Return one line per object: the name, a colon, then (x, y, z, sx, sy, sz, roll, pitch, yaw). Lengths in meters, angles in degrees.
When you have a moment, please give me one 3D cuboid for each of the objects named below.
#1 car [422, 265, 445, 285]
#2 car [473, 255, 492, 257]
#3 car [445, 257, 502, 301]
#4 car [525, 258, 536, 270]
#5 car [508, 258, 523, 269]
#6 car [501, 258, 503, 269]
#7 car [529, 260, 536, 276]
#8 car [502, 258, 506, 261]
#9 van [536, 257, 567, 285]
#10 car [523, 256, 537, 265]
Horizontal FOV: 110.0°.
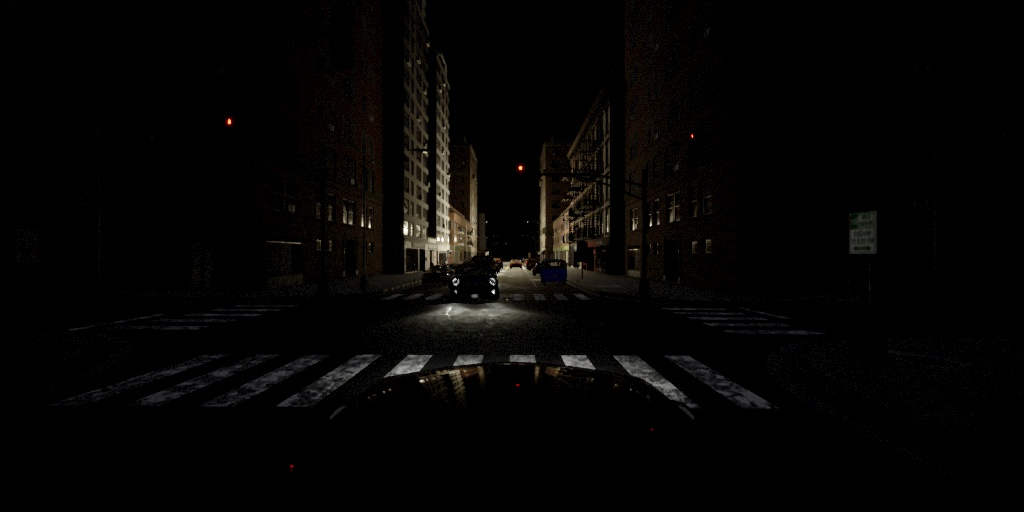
car: (-5.161, 1.299, 25.480, 2.007, 1.370, 4.403, 0, 0, 1)
car: (-2.564, 0.968, 30.578, 2.150, 2.045, 5.566, 0, 0, 1)
car: (-1.980, 1.097, 17.277, 2.097, 1.767, 4.553, 0, 0, -11)
car: (3.086, 1.325, 48.135, 1.802, 1.307, 4.207, 0, 0, 1)
car: (0.640, 1.337, 57.176, 1.895, 1.301, 4.718, 0, 0, 1)
car: (-2.440, 1.309, 42.800, 1.994, 1.385, 4.181, 0, 0, 1)
car: (2.975, 1.329, 36.772, 1.802, 1.307, 4.207, 0, 0, 1)
car: (-2.307, 1.340, 53.520, 1.895, 1.301, 4.718, 0, 0, 1)
van: (2.864, 1.089, 25.411, 1.690, 1.789, 3.998, 0, 0, 1)
car: (3.142, 1.053, 53.816, 2.192, 1.841, 5.009, 0, 0, 1)
